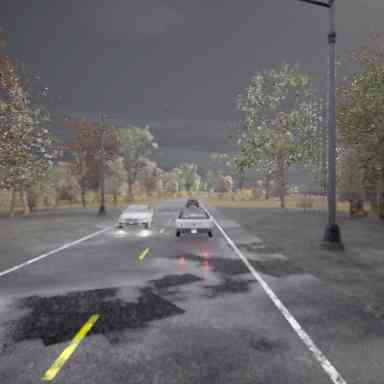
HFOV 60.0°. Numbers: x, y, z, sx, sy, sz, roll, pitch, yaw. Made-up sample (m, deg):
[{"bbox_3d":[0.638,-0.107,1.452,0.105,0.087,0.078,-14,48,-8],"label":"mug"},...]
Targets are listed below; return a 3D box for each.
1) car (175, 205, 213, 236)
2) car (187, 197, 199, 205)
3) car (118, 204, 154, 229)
[{"bbox_3d":[0.104,1.628,18.434,1.895,1.301,4.718,0,0,0],"label":"car"},{"bbox_3d":[0.107,1.583,52.311,1.837,1.490,4.892,0,0,0],"label":"car"},{"bbox_3d":[-3.584,1.559,22.031,1.812,1.442,4.674,0,0,0],"label":"car"}]
